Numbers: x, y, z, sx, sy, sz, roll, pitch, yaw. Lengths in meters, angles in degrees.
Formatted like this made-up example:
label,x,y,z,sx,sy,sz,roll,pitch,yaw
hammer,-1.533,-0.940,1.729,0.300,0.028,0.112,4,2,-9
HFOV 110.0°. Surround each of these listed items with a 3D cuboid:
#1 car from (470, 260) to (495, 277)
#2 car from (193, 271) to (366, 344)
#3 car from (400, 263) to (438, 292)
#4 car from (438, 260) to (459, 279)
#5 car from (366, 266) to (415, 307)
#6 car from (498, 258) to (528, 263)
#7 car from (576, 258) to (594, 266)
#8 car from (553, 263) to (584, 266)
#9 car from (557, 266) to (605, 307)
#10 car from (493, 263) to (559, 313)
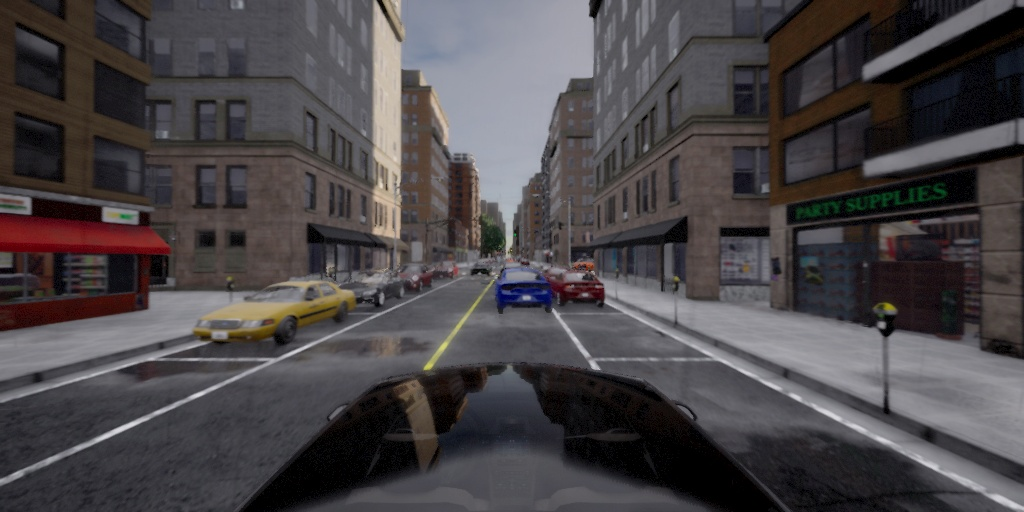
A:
label,x,y,z,sx,sy,sz,roll,pitch,yaw
car,-3.005,1.318,35.655,1.895,1.301,4.718,0,0,0
car,-5.858,1.265,9.592,1.751,1.417,4.829,0,0,0
car,-5.859,1.168,20.747,1.967,1.591,4.097,0,0,0
car,-5.860,1.160,31.733,1.967,1.591,4.097,0,0,0
car,-5.858,1.284,15.254,2.007,1.370,4.403,0,0,0
car,0.092,1.199,29.501,1.882,1.535,5.008,0,0,0
car,10.149,1.072,44.616,4.553,1.767,2.097,0,0,-4
car,2.668,1.273,20.755,1.888,1.381,4.507,0,0,0
car,2.669,1.278,15.264,1.888,1.381,4.507,0,0,0
car,0.326,1.213,14.012,1.882,1.535,5.008,0,0,-4
